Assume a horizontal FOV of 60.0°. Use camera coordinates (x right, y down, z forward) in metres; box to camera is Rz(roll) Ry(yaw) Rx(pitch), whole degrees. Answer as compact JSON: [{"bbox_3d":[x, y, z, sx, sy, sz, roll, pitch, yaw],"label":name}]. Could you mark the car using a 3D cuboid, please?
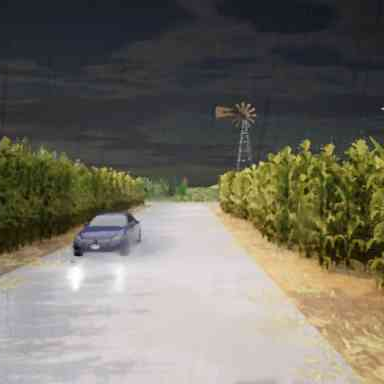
[{"bbox_3d":[-3.141,1.533,13.206,1.812,1.442,4.674,0,0,1],"label":"car"}]
